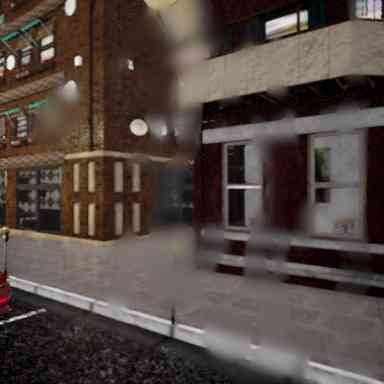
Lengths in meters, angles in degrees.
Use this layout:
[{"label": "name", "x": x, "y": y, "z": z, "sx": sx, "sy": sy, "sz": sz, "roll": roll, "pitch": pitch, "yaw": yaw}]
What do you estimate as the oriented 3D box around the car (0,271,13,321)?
[{"label": "car", "x": -5.027, "y": 1.596, "z": 6.021, "sx": 4.674, "sy": 1.442, "sz": 1.812, "roll": -1, "pitch": 0, "yaw": 36}]
